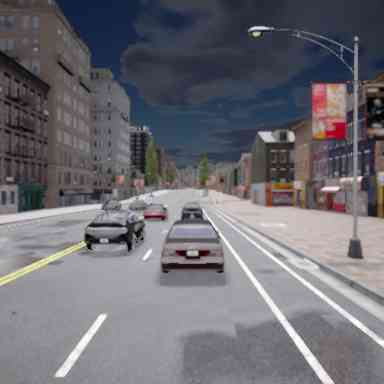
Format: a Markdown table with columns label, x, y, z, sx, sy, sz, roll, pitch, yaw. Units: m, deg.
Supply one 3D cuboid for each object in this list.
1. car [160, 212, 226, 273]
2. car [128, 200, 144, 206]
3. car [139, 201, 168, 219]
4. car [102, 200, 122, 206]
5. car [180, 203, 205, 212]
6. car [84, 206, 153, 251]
| label | x | y | z | sx | sy | sz | roll | pitch | yaw |
| --- | --- | --- | --- | --- | --- | --- | --- | --- | --- |
| car | 0.031 | 1.610 | 10.917 | 2.033 | 1.411 | 5.357 | 0 | 0 | 0 |
| car | -6.655 | 1.774 | 41.182 | 1.837 | 1.490 | 4.892 | 0 | -1 | 0 |
| car | -3.219 | 1.771 | 30.069 | 1.994 | 1.385 | 4.181 | 0 | 0 | 0 |
| car | -9.907 | 1.774 | 41.206 | 1.837 | 1.490 | 4.892 | 0 | -1 | 0 |
| car | 0.030 | 1.711 | 29.708 | 1.837 | 1.490 | 4.892 | 0 | 0 | 0 |
| car | -3.198 | 1.581 | 14.573 | 2.128 | 1.511 | 4.902 | 0 | 0 | 0 |
